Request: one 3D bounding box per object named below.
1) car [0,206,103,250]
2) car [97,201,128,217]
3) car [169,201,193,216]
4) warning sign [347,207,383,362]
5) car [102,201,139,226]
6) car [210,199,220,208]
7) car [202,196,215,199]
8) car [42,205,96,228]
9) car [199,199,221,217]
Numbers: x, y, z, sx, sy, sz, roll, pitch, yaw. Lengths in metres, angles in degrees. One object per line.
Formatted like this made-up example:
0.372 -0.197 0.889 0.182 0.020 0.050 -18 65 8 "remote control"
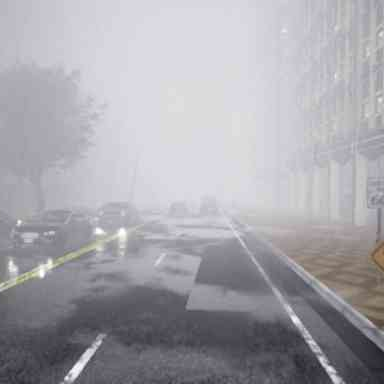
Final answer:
-5.914 1.550 14.731 2.128 1.511 4.902 1 0 3 "car"
-8.114 1.712 34.274 1.812 1.442 4.674 1 0 3 "car"
-1.363 1.756 36.395 2.128 1.511 4.902 1 0 3 "car"
3.053 1.179 4.583 1.300 1.860 1.060 2 1 3 "warning sign"
-5.390 1.492 24.833 2.097 1.767 4.553 1 0 3 "car"
4.107 2.007 59.623 1.812 1.442 4.674 1 0 3 "car"
2.390 1.601 47.441 2.150 2.045 5.566 0 0 3 "car"
-8.693 1.705 24.004 1.895 1.301 4.718 1 0 3 "car"
1.747 1.771 34.504 2.128 1.511 4.902 1 0 3 "car"
